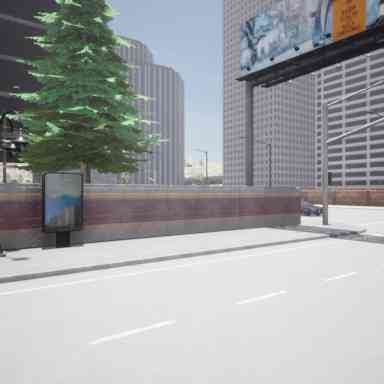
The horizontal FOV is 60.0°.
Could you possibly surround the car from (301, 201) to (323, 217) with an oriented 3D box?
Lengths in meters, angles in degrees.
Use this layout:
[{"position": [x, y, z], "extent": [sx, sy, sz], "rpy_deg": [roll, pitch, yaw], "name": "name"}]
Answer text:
[{"position": [10.475, 1.564, 31.923], "extent": [1.994, 1.385, 4.181], "rpy_deg": [0, 0, -35], "name": "car"}]
